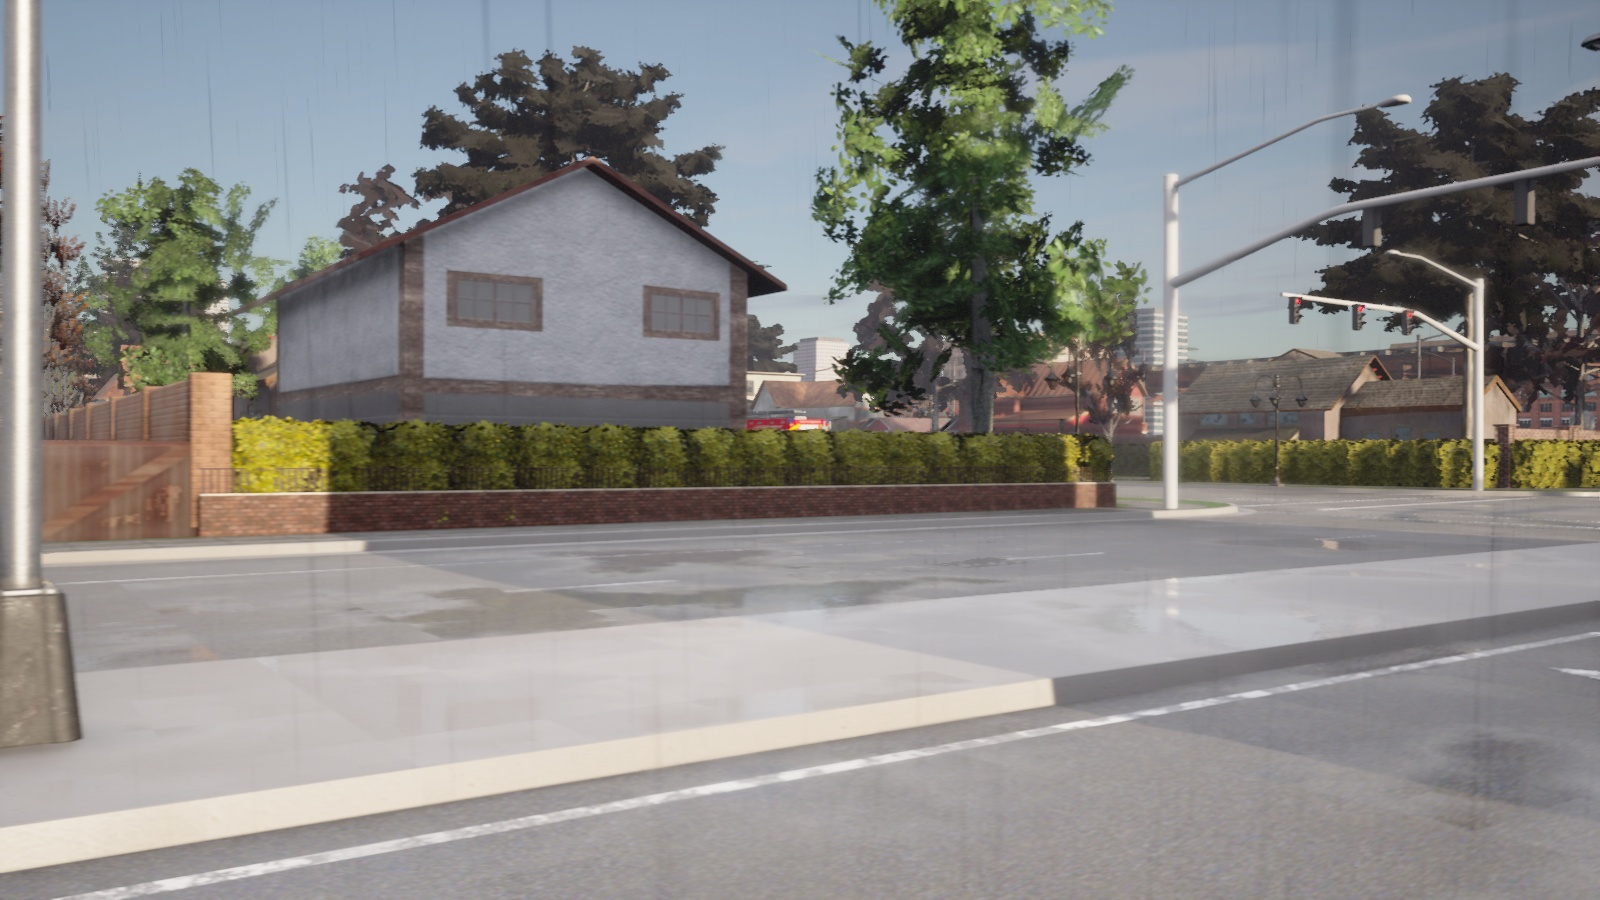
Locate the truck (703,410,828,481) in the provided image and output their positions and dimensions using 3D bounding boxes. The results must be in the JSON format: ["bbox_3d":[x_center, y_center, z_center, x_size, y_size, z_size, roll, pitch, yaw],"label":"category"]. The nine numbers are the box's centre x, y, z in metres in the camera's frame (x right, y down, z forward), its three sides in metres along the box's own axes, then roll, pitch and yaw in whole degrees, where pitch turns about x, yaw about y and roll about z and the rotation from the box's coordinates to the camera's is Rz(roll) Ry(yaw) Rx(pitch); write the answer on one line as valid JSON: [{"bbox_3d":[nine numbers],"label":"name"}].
[{"bbox_3d":[-2.082,-0.240,71.595,2.891,3.827,8.468,0,0,-35],"label":"truck"}]
